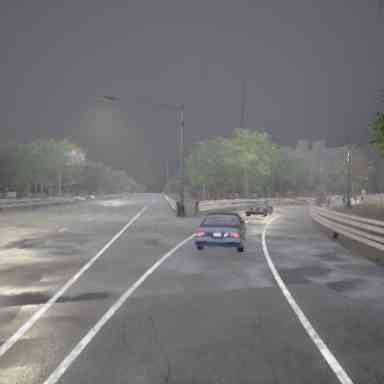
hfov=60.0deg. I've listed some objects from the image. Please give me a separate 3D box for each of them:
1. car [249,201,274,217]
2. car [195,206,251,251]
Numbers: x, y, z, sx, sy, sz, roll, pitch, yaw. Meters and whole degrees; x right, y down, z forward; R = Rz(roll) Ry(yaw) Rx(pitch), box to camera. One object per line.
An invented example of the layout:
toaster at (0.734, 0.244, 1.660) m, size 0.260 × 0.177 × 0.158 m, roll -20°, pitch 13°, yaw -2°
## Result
car at (6.500, 1.591, 31.697) m, size 2.033 × 1.411 × 5.357 m, roll 0°, pitch 0°, yaw 23°
car at (1.356, 1.561, 14.222) m, size 2.033 × 1.411 × 5.357 m, roll 0°, pitch 0°, yaw 11°
